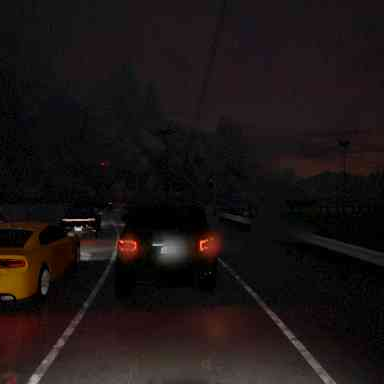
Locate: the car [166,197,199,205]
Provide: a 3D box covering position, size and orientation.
[{"bbox_3d":[-1.685,1.547,58.556,5.357,1.411,2.033,0,0,-20],"label":"car"}]

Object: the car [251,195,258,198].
[{"bbox_3d":[14.634,1.355,71.886,4.553,1.767,2.097,0,0,-20],"label":"car"}]

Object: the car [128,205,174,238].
[{"bbox_3d":[-2.512,1.547,19.073,2.033,1.411,5.357,0,0,-13],"label":"car"}]

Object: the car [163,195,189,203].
[{"bbox_3d":[-3.306,1.478,69.043,5.008,1.535,1.882,0,0,-20],"label":"car"}]

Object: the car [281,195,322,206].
[{"bbox_3d":[15.111,1.525,45.860,4.674,1.442,1.812,0,0,-20],"label":"car"}]

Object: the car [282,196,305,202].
[{"bbox_3d":[22.896,1.595,74.997,4.718,1.301,1.895,0,0,-23],"label":"car"}]

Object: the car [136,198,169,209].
[{"bbox_3d":[-5.490,1.565,45.768,4.181,1.385,1.994,0,0,-20],"label":"car"}]

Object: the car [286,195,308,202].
[{"bbox_3d":[25.289,1.478,79.975,5.008,1.535,1.882,0,0,-27],"label":"car"}]

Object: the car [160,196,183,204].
[{"bbox_3d":[-4.006,1.564,65.143,4.181,1.385,1.994,0,0,-20],"label":"car"}]

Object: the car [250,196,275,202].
[{"bbox_3d":[16.158,1.540,76.175,5.357,1.411,2.033,0,0,-20],"label":"car"}]

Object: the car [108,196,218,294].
[{"bbox_3d":[-0.759,1.221,9.034,2.150,2.045,5.566,0,0,-7],"label":"car"}]

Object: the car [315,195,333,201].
[{"bbox_3d":[33.863,1.452,85.344,5.008,1.535,1.882,0,0,-34],"label":"car"}]

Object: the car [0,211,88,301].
[{"bbox_3d":[-4.166,1.478,8.305,1.882,1.535,5.008,0,0,-6],"label":"car"}]

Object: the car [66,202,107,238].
[{"bbox_3d":[-5.773,1.492,17.548,2.128,1.511,4.902,0,0,-14],"label":"car"}]

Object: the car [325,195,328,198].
[{"bbox_3d":[31.946,1.595,79.762,4.718,1.301,1.895,0,0,-30],"label":"car"}]

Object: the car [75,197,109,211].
[{"bbox_3d":[-11.763,1.357,39.741,4.553,1.767,2.097,0,0,-20],"label":"car"}]

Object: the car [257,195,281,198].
[{"bbox_3d":[15.877,1.478,64.936,5.008,1.535,1.882,0,0,-20],"label":"car"}]

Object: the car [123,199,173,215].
[{"bbox_3d":[-4.658,1.508,34.889,4.892,1.490,1.837,0,0,-20],"label":"car"}]

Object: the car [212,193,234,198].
[{"bbox_3d":[5.873,1.547,68.687,5.357,1.411,2.033,0,0,-20],"label":"car"}]

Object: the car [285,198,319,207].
[{"bbox_3d":[16.588,1.601,50.130,4.718,1.301,1.895,0,0,-20],"label":"car"}]

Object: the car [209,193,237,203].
[{"bbox_3d":[6.749,1.225,72.723,5.566,2.045,2.150,0,0,-20],"label":"car"}]

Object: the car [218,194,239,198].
[{"bbox_3d":[7.628,1.564,61.958,4.181,1.385,1.994,0,0,-20],"label":"car"}]

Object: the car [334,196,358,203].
[{"bbox_3d":[33.537,1.540,72.511,5.357,1.411,2.033,0,0,-30],"label":"car"}]

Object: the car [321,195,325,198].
[{"bbox_3d":[24.270,1.553,68.017,4.181,1.385,1.994,0,0,-20],"label":"car"}]

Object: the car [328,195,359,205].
[{"bbox_3d":[26.555,1.351,57.576,4.553,1.767,2.097,0,0,-21],"label":"car"}]
